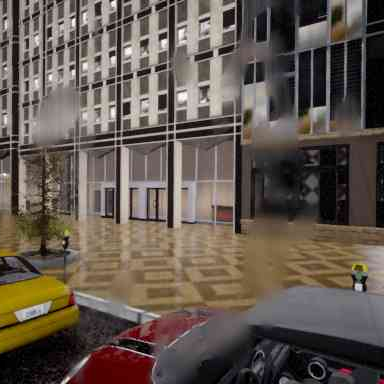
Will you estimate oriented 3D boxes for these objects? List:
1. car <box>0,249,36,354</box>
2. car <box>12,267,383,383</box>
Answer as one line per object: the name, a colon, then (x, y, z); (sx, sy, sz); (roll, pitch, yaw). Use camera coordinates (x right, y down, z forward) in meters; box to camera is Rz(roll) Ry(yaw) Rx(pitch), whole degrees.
car: (-3.943, 1.524, 5.678); (4.829, 1.417, 1.752); (0, 1, 36)
car: (0.822, 1.440, 2.278); (4.097, 1.590, 1.967); (0, 1, 36)
